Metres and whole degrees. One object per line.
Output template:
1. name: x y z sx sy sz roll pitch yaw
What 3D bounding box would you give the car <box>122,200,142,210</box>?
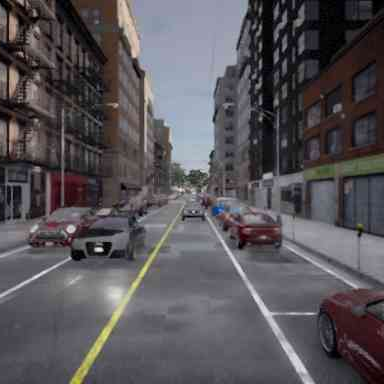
1. car: -5.383 1.557 25.893 1.947 1.339 4.313 0 0 0

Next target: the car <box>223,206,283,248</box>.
1. car: 2.645 1.540 14.528 1.887 1.381 4.507 0 0 0

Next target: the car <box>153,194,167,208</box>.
1. car: -5.378 1.295 48.607 2.192 1.841 5.009 0 0 0

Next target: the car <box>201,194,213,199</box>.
1. car: 2.657 1.298 42.922 2.192 1.841 5.009 0 0 0

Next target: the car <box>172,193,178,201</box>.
1. car: -5.380 1.481 86.801 1.752 1.417 4.829 0 0 0

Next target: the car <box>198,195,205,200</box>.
1. car: 2.676 1.498 92.449 1.887 1.381 4.507 0 0 0

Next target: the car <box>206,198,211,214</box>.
1. car: 2.652 1.539 31.565 2.008 1.369 4.403 0 0 0

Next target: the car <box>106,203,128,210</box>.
1. car: -5.385 1.575 20.215 1.802 1.307 4.206 0 0 0

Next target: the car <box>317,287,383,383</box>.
1. car: 2.640 1.581 3.170 1.802 1.307 4.206 0 0 0

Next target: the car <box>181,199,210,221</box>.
1. car: 0.109 1.538 27.273 2.033 1.411 5.357 0 0 0

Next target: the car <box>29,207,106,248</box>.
1. car: -5.386 1.436 14.537 1.967 1.590 4.097 0 0 0

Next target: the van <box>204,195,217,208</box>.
1. van: 2.659 1.321 48.601 1.690 1.788 3.998 0 0 0

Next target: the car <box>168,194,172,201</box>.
1. car: -5.375 1.288 59.963 2.192 1.841 5.009 0 0 0

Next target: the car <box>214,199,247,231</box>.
1. car: 2.647 1.433 20.207 1.967 1.590 4.097 0 0 0

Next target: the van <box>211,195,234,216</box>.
1. van: 2.650 1.332 25.885 1.690 1.788 3.998 0 0 0

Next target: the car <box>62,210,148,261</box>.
1. car: -2.835 1.559 12.106 1.994 1.385 4.181 0 0 0

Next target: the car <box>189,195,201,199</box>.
1. car: 0.117 1.508 43.157 1.812 1.442 4.674 0 0 0

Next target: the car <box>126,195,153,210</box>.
1. car: -5.382 1.304 31.571 2.192 1.841 5.009 0 0 0
